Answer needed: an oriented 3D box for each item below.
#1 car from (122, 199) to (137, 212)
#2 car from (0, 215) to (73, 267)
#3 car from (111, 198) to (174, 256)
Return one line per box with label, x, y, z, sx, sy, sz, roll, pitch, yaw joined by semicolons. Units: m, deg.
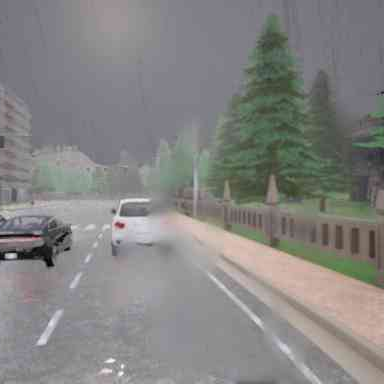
car;-7.998;1.641;42.439;1.812;1.442;4.674;0;0;-11
car;-5.341;1.537;11.400;2.128;1.511;4.902;0;0;-11
car;-2.101;1.257;13.604;2.150;2.045;5.566;0;0;-11
